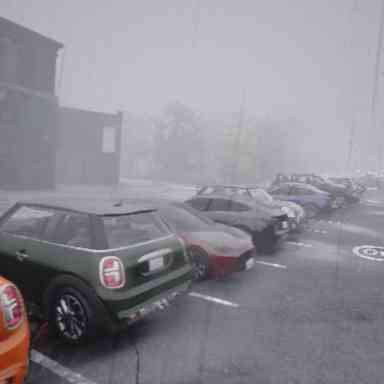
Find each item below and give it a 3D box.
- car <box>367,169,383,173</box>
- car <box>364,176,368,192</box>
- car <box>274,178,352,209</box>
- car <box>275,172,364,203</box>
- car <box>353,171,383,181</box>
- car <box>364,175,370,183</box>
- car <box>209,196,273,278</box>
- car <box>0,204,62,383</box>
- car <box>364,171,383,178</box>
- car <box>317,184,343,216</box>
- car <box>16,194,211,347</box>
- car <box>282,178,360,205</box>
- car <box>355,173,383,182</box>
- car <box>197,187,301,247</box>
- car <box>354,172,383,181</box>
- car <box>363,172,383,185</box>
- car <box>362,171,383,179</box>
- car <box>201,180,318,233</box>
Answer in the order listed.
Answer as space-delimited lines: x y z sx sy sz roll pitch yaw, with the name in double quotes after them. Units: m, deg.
32.489 -2.788 61.728 5.566 2.045 2.435 5 7 32 "car"
12.495 -0.438 29.323 4.792 1.488 2.163 5 6 32 "car"
6.549 0.230 19.915 4.892 1.521 2.231 5 6 32 "car"
8.065 -0.180 22.234 5.566 2.045 2.435 5 6 32 "car"
30.993 -2.332 59.421 5.008 1.535 2.097 5 7 32 "car"
13.923 -0.630 31.705 4.792 1.488 2.163 5 6 32 "car"
-0.812 0.914 8.101 4.792 1.488 2.163 5 5 32 "car"
-3.754 0.958 3.372 4.553 1.767 2.185 5 4 32 "car"
45.727 -4.318 82.853 4.792 1.488 2.163 5 6 32 "car"
5.054 0.408 17.579 4.792 1.488 2.163 5 5 32 "car"
-2.282 0.864 5.728 4.553 1.767 2.185 5 4 32 "car"
9.512 -0.103 24.636 5.008 1.535 2.097 5 6 32 "car"
35.411 -2.954 66.454 4.892 1.521 2.231 5 7 32 "car"
0.616 0.797 10.493 4.792 1.488 2.163 5 5 32 "car"
36.720 -3.179 68.899 5.366 1.575 1.946 5 7 32 "car"
29.491 -2.097 57.097 4.792 1.488 2.163 5 7 32 "car"
42.754 -3.972 78.176 4.892 1.521 2.231 5 7 32 "car"
2.097 0.522 12.843 4.553 1.767 2.185 5 5 32 "car"
